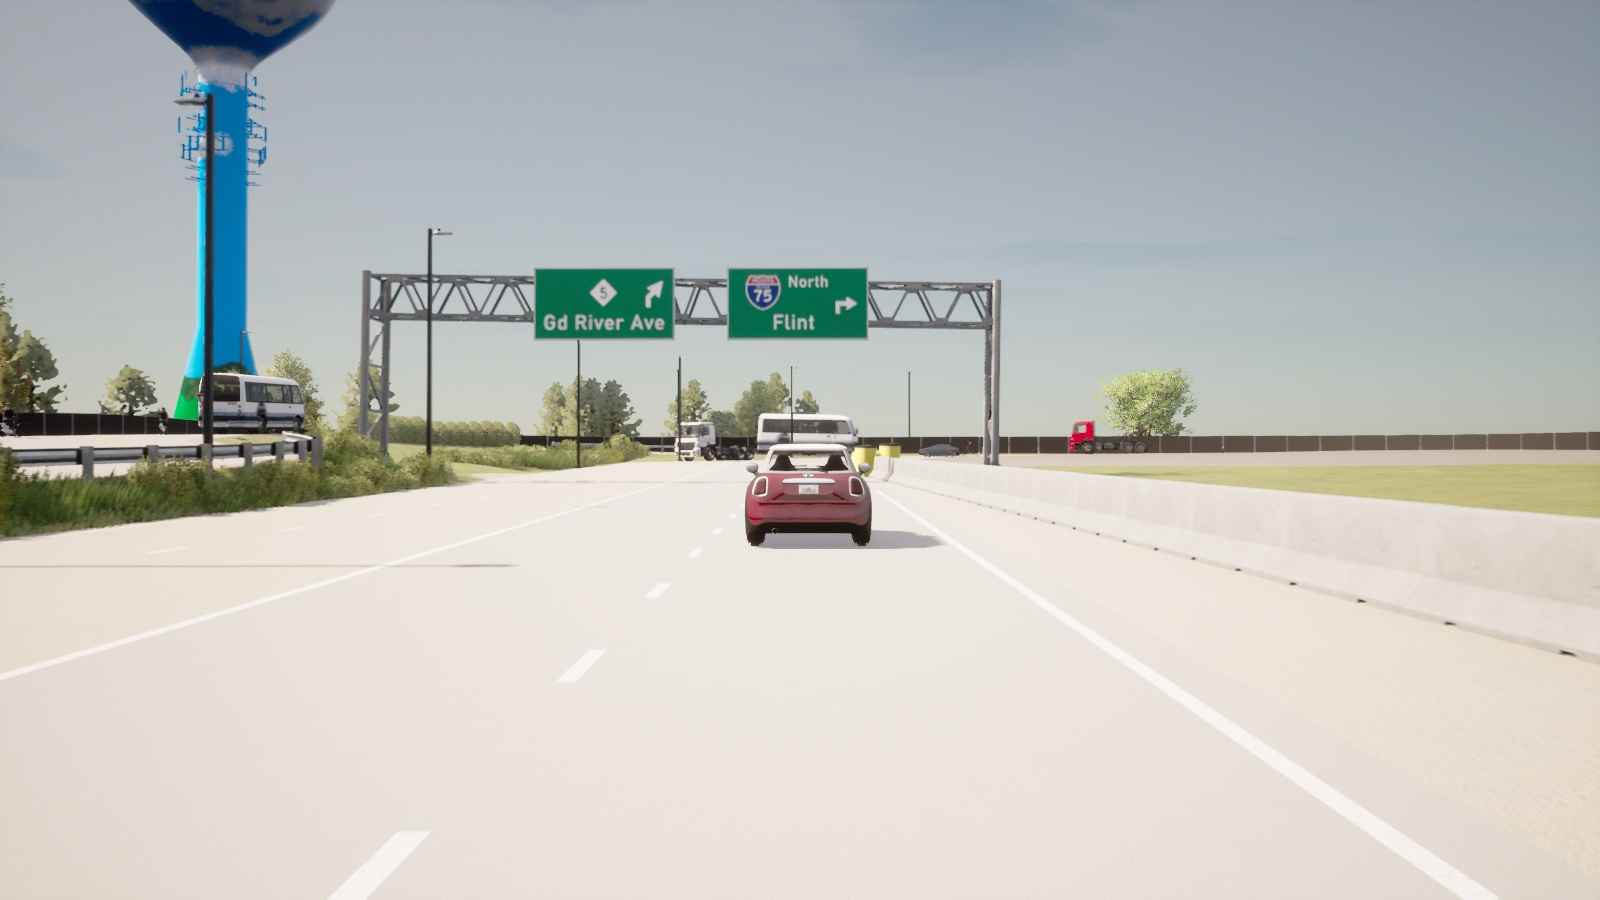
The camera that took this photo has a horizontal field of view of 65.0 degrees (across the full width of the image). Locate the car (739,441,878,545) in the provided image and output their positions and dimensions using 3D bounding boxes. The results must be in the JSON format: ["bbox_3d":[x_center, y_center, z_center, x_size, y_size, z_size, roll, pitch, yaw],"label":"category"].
[{"bbox_3d":[0.128,0.600,19.710,1.970,1.475,3.806,0,0,0],"label":"car"}]
